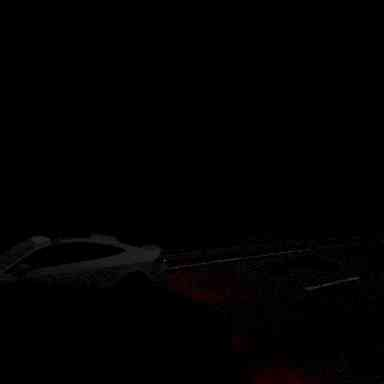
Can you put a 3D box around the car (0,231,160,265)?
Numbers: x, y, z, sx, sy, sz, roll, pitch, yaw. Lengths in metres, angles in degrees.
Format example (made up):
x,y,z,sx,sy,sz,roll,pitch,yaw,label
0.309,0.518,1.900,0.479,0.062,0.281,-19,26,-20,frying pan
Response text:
x,y,z,sx,sy,sz,roll,pitch,yaw,label
-2.654,1.509,6.215,4.674,1.442,1.812,0,0,-34,car

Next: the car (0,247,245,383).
x,y,z,sx,sy,sz,roll,pitch,yaw,label
-2.052,1.540,2.450,5.357,1.411,2.033,0,0,-35,car
